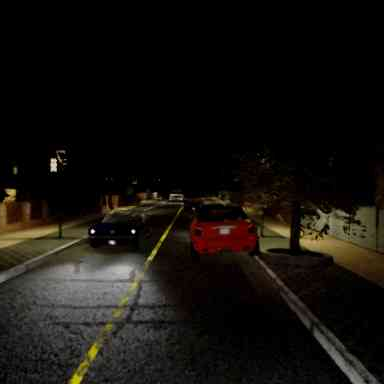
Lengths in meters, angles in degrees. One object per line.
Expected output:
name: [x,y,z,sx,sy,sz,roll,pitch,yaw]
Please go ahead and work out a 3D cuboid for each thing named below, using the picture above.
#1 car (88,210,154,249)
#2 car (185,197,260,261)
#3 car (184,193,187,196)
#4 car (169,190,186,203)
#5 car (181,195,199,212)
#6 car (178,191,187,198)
car: [-2.796,1.463,13.953,1.895,1.301,4.718,0,1,0]
car: [0.969,1.183,11.885,2.097,1.767,4.553,-3,0,0]
car: [0.220,1.101,46.569,1.812,1.442,4.674,0,0,1]
car: [-2.582,0.716,56.575,2.150,2.045,5.566,0,1,1]
car: [0.173,1.282,33.913,1.895,1.301,4.718,0,1,1]
car: [-2.409,0.650,87.025,2.097,1.767,4.553,0,0,0]
